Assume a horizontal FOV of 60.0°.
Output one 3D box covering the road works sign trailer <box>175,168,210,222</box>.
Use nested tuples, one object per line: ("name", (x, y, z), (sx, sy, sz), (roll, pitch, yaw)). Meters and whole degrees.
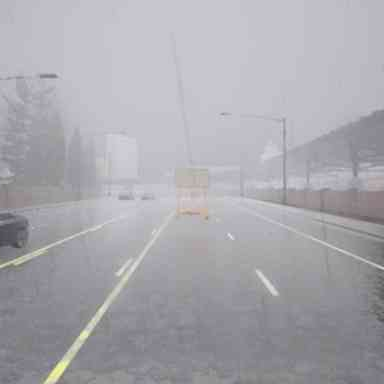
("road works sign trailer", (0.004, 0.124, 23.021), (2.380, 3.560, 2.880), (0, 1, 0))

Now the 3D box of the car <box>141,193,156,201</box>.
("car", (-7.040, 0.772, 53.699), (1.994, 1.385, 4.181), (0, 1, 1))

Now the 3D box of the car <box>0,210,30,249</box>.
("car", (-7.097, 1.332, 10.734), (2.128, 1.511, 4.902), (0, 1, 0))

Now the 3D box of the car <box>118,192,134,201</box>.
("car", (-10.540, 0.688, 53.590), (1.882, 1.535, 5.008), (0, 1, 1))
